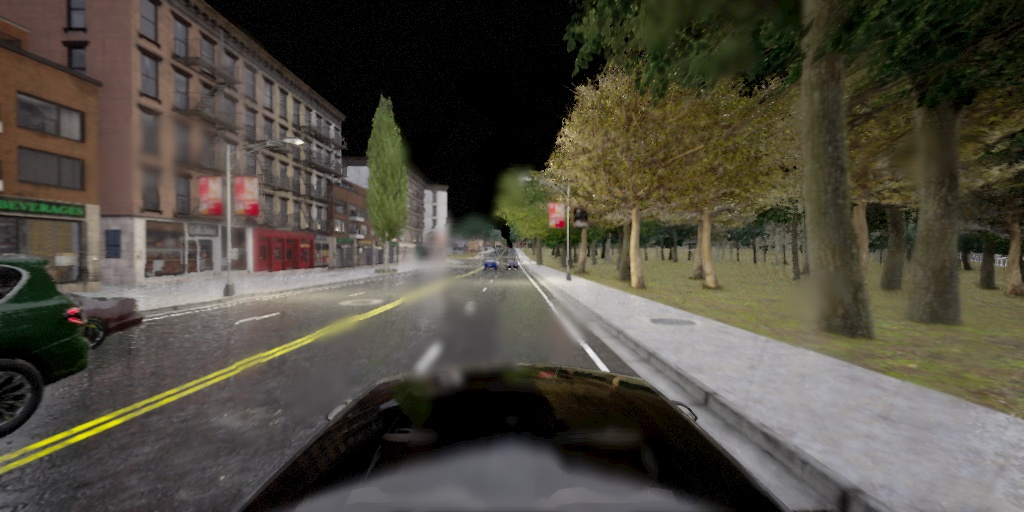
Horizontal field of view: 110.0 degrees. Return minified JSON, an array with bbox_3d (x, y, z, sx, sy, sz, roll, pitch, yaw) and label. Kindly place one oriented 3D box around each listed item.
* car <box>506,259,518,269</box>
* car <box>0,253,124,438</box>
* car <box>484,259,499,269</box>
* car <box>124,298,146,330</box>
[{"bbox_3d":[0.013,1.349,55.160,1.895,1.301,4.718,0,0,0],"label":"car"},{"bbox_3d":[-6.587,0.970,2.276,2.150,2.045,5.566,0,0,0],"label":"car"},{"bbox_3d":[-3.237,1.228,54.715,1.882,1.535,5.008,0,0,0],"label":"car"},{"bbox_3d":[-9.815,1.297,6.229,2.033,1.411,5.357,0,0,0],"label":"car"}]
